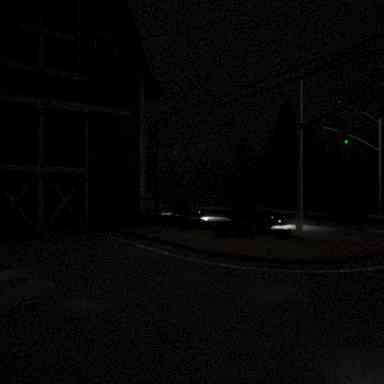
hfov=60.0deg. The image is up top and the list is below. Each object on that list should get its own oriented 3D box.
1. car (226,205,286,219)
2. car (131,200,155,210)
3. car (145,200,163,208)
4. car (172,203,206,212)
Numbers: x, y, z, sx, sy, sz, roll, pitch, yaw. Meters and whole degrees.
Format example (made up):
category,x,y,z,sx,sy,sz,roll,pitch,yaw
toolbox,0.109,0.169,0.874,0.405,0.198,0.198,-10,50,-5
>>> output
category,x,y,z,sx,sy,sz,roll,pitch,yaw
car,4.823,1.733,26.182,2.033,1.411,5.357,0,0,-34
car,-7.471,1.901,50.625,1.994,1.385,4.181,0,0,-34
car,-5.385,1.880,41.056,1.895,1.301,4.718,0,0,-34
car,-0.398,1.798,33.793,1.994,1.385,4.181,0,0,-34
